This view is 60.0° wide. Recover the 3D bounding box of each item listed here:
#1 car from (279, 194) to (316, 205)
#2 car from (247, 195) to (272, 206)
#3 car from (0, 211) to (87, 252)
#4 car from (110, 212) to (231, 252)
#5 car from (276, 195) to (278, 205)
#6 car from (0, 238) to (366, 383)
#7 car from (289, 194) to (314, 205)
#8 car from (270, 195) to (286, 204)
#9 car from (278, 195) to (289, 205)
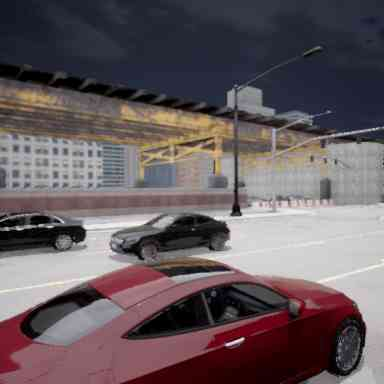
[{"bbox_3d":[16.191,1.155,51.005,4.974,1.542,2.038,0,0,-7],"label":"car"},{"bbox_3d":[8.484,1.067,44.567,4.536,1.218,1.853,0,0,8],"label":"car"},{"bbox_3d":[-6.422,1.494,12.268,4.892,1.490,1.837,0,0,-35],"label":"car"},{"bbox_3d":[-0.631,1.481,12.127,4.674,1.442,1.812,0,0,-35],"label":"car"},{"bbox_3d":[8.536,1.225,44.561,4.974,1.542,2.038,0,0,8],"label":"car"},{"bbox_3d":[0.098,1.511,3.816,4.674,1.442,1.812,0,0,-35],"label":"car"},{"bbox_3d":[16.139,0.998,50.998,4.536,1.218,1.853,0,0,-7],"label":"car"},{"bbox_3d":[12.296,1.035,47.295,1.853,1.218,4.536,0,0,18],"label":"car"},{"bbox_3d":[12.281,1.192,47.246,2.038,1.542,4.974,0,0,18],"label":"car"}]
